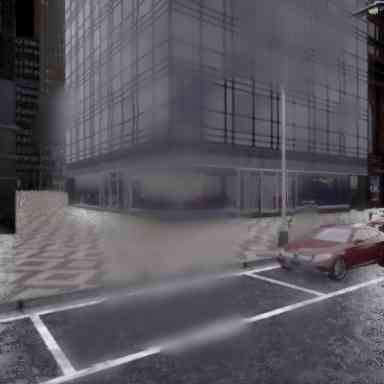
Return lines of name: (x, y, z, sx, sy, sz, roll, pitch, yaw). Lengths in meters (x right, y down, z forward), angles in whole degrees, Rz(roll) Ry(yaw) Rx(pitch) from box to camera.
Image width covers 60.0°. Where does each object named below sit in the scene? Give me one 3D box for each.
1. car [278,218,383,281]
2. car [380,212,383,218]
car: (4.364, 1.584, 9.766, 4.206, 1.307, 1.802, 0, 0, -36)
car: (8.780, 1.319, 12.918, 5.009, 1.841, 2.192, 0, 0, -36)
